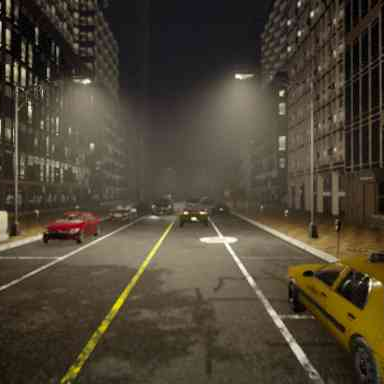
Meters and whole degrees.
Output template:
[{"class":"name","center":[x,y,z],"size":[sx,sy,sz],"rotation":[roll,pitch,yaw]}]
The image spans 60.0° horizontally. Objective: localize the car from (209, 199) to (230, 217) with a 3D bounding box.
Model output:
[{"class":"car","center":[2.742,1.683,33.203],"size":[1.947,1.339,4.313],"rotation":[0,0,0]}]

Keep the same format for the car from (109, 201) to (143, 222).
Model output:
[{"class":"car","center":[-5.647,1.648,27.535],"size":[2.008,1.369,4.403],"rotation":[0,0,0]}]

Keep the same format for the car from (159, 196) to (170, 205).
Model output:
[{"class":"car","center":[-5.589,1.662,67.380],"size":[1.967,1.590,4.097],"rotation":[0,0,0]}]

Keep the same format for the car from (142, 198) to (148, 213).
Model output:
[{"class":"car","center":[-5.631,1.680,38.920],"size":[1.887,1.381,4.507],"rotation":[0,0,0]}]

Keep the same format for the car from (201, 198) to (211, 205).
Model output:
[{"class":"car","center":[2.791,1.804,67.354],"size":[1.802,1.307,4.206],"rotation":[0,0,0]}]

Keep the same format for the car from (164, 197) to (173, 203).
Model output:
[{"class":"car","center":[-5.573,1.820,78.765],"size":[1.947,1.339,4.313],"rotation":[0,0,0]}]

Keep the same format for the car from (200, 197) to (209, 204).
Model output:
[{"class":"car","center":[2.800,1.764,73.216],"size":[1.752,1.417,4.829],"rotation":[0,0,0]}]

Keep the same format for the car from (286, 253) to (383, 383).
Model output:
[{"class":"car","center":[2.701,1.544,4.912],"size":[1.752,1.417,4.829],"rotation":[0,0,0]}]

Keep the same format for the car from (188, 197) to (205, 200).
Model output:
[{"class":"car","center":[0.160,1.498,41.764],"size":[2.097,1.767,4.553],"rotation":[0,0,0]}]

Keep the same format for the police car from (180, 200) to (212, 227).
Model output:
[{"class":"police car","center":[0.135,1.588,23.966],"size":[2.038,1.542,4.974],"rotation":[0,0,0]}]

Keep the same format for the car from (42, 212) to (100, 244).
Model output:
[{"class":"car","center":[-5.664,1.640,16.149],"size":[1.802,1.307,4.206],"rotation":[0,0,0]}]

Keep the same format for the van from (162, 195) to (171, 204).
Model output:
[{"class":"van","center":[-5.580,1.579,73.074],"size":[1.690,1.788,3.998],"rotation":[0,0,0]}]

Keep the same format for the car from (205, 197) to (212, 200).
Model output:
[{"class":"car","center":[2.776,1.629,55.970],"size":[1.967,1.590,4.097],"rotation":[0,0,0]}]

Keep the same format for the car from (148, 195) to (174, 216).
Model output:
[{"class":"car","center":[-2.985,1.472,34.623],"size":[2.097,1.767,4.553],"rotation":[0,0,1]}]

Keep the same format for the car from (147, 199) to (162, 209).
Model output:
[{"class":"car","center":[-5.614,1.753,50.304],"size":[1.802,1.307,4.206],"rotation":[0,0,0]}]
